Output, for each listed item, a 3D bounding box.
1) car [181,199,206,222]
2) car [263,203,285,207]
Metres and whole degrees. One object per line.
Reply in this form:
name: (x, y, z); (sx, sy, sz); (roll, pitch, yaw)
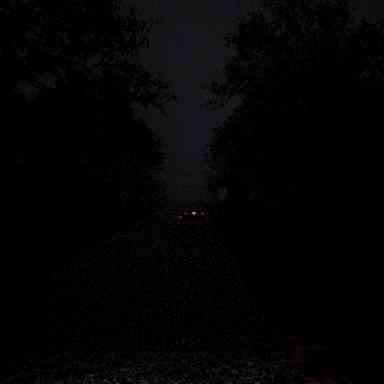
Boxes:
car: (0.133, 1.548, 25.971); (2.033, 1.411, 5.357); (0, 0, 0)
car: (19.935, 4.419, 79.276); (2.435, 2.045, 5.566); (0, 1, -18)
